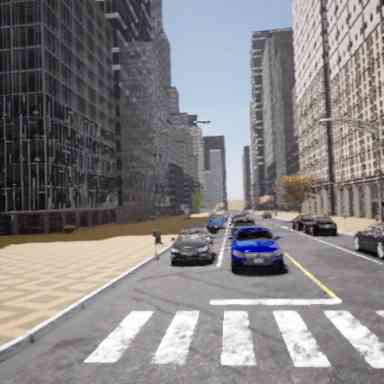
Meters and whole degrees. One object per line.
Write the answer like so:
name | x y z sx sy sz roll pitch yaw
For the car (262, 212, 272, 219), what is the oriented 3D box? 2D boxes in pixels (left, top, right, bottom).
car | 14.584 4.481 64.563 1.802 1.307 4.206 -4 -3 7

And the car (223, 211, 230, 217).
car | 9.688 6.193 93.449 2.008 1.369 4.403 -3 -3 7

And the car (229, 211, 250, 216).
car | 5.476 3.263 37.573 1.882 1.535 5.008 -2 -2 7

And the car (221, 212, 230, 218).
car | 8.320 5.631 82.295 1.887 1.381 4.507 -3 -3 7

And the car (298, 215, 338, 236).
car | 9.799 2.555 25.526 1.947 1.339 4.313 -3 -3 7

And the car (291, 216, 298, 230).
car | 10.482 2.825 31.103 1.947 1.339 4.313 -3 -3 7

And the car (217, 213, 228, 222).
car | 5.564 4.497 59.823 1.752 1.417 4.829 -3 -3 7

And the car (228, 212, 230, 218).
car | 4.903 4.256 54.412 2.008 1.369 4.403 -3 -3 7

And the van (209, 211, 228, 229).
van | 2.842 3.228 37.694 1.690 1.788 3.998 -3 -3 7

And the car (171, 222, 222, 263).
car | 0.119 2.359 15.373 2.008 1.369 4.403 -3 -3 7

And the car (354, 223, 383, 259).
car | 8.432 2.002 14.373 2.008 1.369 4.403 -3 -3 7

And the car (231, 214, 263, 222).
car | 3.736 2.609 23.536 1.837 1.490 4.892 -2 -3 7

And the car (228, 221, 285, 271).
car | 2.491 2.142 13.376 1.812 1.442 4.674 -2 -3 7

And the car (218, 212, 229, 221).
car | 6.269 4.801 65.566 1.887 1.381 4.507 -3 -3 7

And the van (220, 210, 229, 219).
van | 6.942 4.874 71.153 1.690 1.788 3.998 -3 -3 7
